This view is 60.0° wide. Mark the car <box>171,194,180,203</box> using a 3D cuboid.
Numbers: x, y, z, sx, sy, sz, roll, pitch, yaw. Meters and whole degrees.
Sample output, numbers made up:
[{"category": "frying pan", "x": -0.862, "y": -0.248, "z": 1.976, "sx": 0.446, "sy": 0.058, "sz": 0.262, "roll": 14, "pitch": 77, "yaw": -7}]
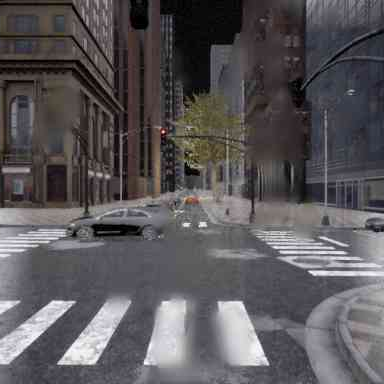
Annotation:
[{"category": "car", "x": -3.153, "y": 1.391, "z": 49.415, "sx": 1.895, "sy": 1.301, "sz": 4.718, "roll": 0, "pitch": 0, "yaw": 0}]

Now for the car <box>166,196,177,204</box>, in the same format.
[{"category": "car", "x": -3.144, "y": 1.468, "z": 39.078, "sx": 1.895, "sy": 1.301, "sz": 4.718, "roll": 0, "pitch": 0, "yaw": 0}]

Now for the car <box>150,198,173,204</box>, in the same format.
[{"category": "car", "x": -3.134, "y": 1.489, "z": 30.286, "sx": 1.994, "sy": 1.385, "sz": 4.181, "roll": 0, "pitch": 0, "yaw": 0}]

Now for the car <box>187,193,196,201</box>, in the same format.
[{"category": "car", "x": -0.043, "y": 1.061, "z": 70.662, "sx": 1.882, "sy": 1.535, "sz": 5.008, "roll": 0, "pitch": 1, "yaw": 0}]

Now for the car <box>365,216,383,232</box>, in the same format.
[{"category": "car", "x": 11.907, "y": 1.631, "z": 18.342, "sx": 4.403, "sy": 1.369, "sz": 2.008, "roll": 0, "pitch": 0, "yaw": 0}]

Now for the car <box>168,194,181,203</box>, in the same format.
[{"category": "car", "x": -3.119, "y": 1.190, "z": 59.811, "sx": 2.128, "sy": 1.511, "sz": 4.902, "roll": 0, "pitch": 1, "yaw": 1}]

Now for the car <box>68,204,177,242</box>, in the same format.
[{"category": "car", "x": -3.298, "y": 1.478, "z": 15.743, "sx": 4.902, "sy": 1.511, "sz": 2.128, "roll": 0, "pitch": 0, "yaw": 0}]

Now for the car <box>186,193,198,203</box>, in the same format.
[{"category": "car", "x": 0.022, "y": 1.041, "z": 60.775, "sx": 2.097, "sy": 1.767, "sz": 4.553, "roll": 0, "pitch": 1, "yaw": 0}]
